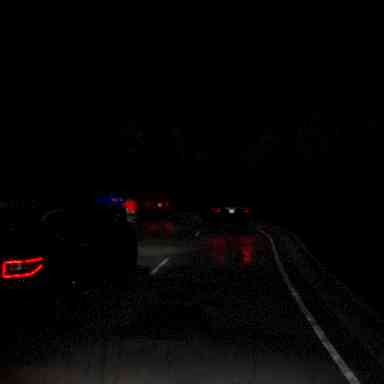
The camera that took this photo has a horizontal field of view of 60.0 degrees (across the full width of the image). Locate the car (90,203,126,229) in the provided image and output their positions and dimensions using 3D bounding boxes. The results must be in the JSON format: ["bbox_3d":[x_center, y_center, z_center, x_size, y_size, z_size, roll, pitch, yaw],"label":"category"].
[{"bbox_3d":[-5.294,1.448,21.418,1.895,1.301,4.718,0,0,-10],"label":"car"}]

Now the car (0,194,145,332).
[{"bbox_3d":[-2.808,1.167,7.005,2.150,2.045,5.566,0,0,6],"label":"car"}]

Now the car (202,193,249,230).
[{"bbox_3d":[1.935,1.099,20.277,2.150,2.045,5.566,1,0,-4],"label":"car"}]

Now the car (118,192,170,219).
[{"bbox_3d":[-3.801,1.039,26.865,2.150,2.045,5.566,1,0,-32],"label":"car"}]

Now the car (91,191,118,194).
[{"bbox_3d":[-9.894,0.962,36.042,5.566,2.045,2.150,0,0,24],"label":"car"}]
